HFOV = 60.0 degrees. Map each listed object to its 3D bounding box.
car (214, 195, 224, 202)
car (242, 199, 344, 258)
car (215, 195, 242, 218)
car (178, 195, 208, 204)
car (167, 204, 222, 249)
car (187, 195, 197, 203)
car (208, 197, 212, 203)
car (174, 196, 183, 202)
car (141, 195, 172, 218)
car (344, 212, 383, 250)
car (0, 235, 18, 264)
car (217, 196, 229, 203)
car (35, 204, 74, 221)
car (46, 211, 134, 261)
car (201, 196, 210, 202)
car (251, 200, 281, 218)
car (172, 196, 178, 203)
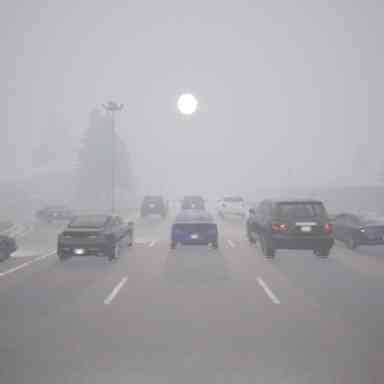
[{"bbox_3d":[7.000,1.566,85.834,2.097,1.767,4.553,0,0,0],"label":"car"},{"bbox_3d":[3.599,1.267,13.163,2.150,2.045,5.566,0,0,0],"label":"car"},{"bbox_3d":[3.598,1.329,31.163,2.150,2.045,5.566,0,0,0],"label":"car"},{"bbox_3d":[0.098,1.329,31.165,2.150,2.045,5.566,0,0,0],"label":"car"},{"bbox_3d":[0.098,1.530,14.913,1.882,1.535,5.008,0,0,0],"label":"car"},{"bbox_3d":[0.000,1.587,75.410,2.097,1.767,4.553,0,0,0],"label":"car"},{"bbox_3d":[3.500,1.786,74.605,2.033,1.411,5.357,0,0,0],"label":"car"},{"bbox_3d":[-3.500,1.723,85.030,2.033,1.411,5.357,0,0,0],"label":"car"},{"bbox_3d":[-3.402,1.329,31.113,2.150,2.045,5.566,0,0,0],"label":"car"},{"bbox_3d":[7.093,1.576,14.385,1.812,1.442,4.674,0,0,0],"label":"car"},{"bbox_3d":[-6.910,1.579,8.988,2.033,1.411,5.357,0,0,0],"label":"car"},{"bbox_3d":[7.000,1.777,75.822,2.128,1.511,4.902,0,0,0],"label":"car"},{"bbox_3d":[-10.842,1.638,26.192,2.033,1.411,5.357,0,0,-38],"label":"car"},{"bbox_3d":[-3.403,1.549,12.477,1.837,1.490,4.892,0,0,0],"label":"car"},{"bbox_3d":[3.500,1.723,85.030,2.033,1.411,5.357,0,0,0],"label":"car"},{"bbox_3d":[7.097,1.616,32.266,1.837,1.490,4.892,0,0,0],"label":"car"},{"bbox_3d":[-3.500,1.587,75.410,2.097,1.767,4.553,0,0,0],"label":"car"}]
